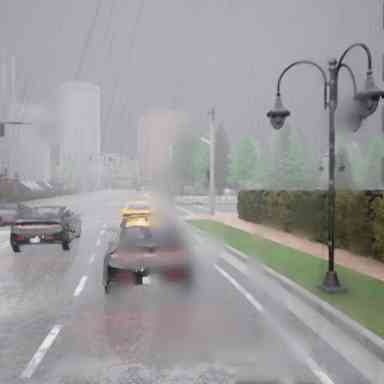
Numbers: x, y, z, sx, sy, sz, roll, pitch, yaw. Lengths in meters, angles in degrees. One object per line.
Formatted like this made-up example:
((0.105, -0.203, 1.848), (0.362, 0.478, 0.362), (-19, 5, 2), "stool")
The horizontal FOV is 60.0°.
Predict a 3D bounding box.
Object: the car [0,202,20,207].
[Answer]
((-10.263, 1.268, 18.512), (1.994, 1.385, 4.181), (0, 1, -12), "car")

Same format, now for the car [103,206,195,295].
((-1.125, 1.357, 8.444), (2.128, 1.511, 4.902), (0, 1, -9), "car")

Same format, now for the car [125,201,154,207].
((-2.816, 1.197, 17.786), (1.882, 1.535, 5.008), (0, 1, -10), "car")

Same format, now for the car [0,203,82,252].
((-5.450, 1.285, 12.896), (2.128, 1.511, 4.902), (0, 1, -12), "car")
